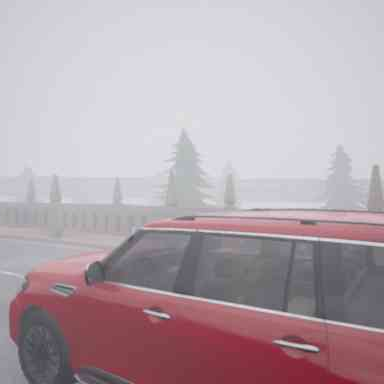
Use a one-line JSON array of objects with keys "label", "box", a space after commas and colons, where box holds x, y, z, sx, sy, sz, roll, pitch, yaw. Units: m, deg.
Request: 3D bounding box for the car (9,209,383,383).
[{"label": "car", "box": [0.375, 1.205, 3.531, 5.566, 2.045, 2.150, 0, 0, 34]}]
